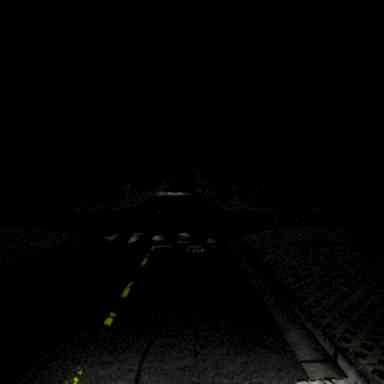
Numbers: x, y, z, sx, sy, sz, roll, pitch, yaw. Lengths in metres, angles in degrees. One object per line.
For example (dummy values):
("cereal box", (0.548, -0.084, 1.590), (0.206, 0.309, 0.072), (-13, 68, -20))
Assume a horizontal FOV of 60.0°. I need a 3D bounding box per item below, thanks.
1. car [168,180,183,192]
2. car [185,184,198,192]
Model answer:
("car", (-2.838, -1.075, 57.806), (2.150, 2.045, 5.566), (0, 3, 0))
("car", (-0.087, -0.727, 57.703), (1.994, 1.385, 4.181), (0, 3, 0))
